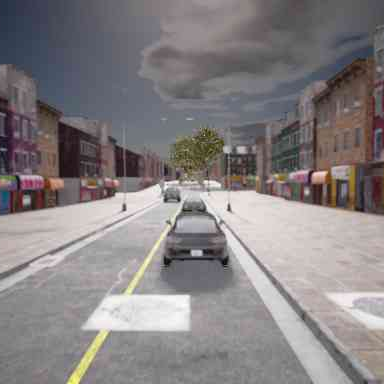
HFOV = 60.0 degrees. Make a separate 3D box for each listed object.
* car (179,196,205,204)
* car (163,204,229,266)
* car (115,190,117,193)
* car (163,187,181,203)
[{"bbox_3d":[0.168,1.124,27.451,1.895,1.301,4.718,0,1,1],"label":"car"},{"bbox_3d":[0.108,1.341,10.725,1.812,1.442,4.674,0,1,0],"label":"car"},{"bbox_3d":[-20.101,-0.293,79.426,4.507,1.381,1.887,-1,3,0],"label":"car"},{"bbox_3d":[-2.671,0.349,45.925,2.150,2.045,5.566,0,1,0],"label":"car"}]
